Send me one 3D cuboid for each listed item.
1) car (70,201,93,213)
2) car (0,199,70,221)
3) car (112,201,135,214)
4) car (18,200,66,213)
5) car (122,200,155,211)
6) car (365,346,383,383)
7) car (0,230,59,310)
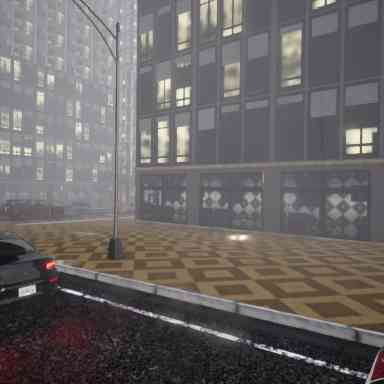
[{"bbox_3d":[-13.747,1.745,39.058,1.994,1.385,4.181,1,0,37],"label":"car"},{"bbox_3d":[-13.796,1.520,29.249,2.192,1.841,5.009,1,0,36],"label":"car"},{"bbox_3d":[-7.007,1.830,38.468,1.752,1.417,4.829,1,0,36],"label":"car"},{"bbox_3d":[-17.302,1.643,38.621,1.752,1.417,4.829,1,0,36],"label":"car"},{"bbox_3d":[-7.577,1.873,47.430,1.895,1.301,4.718,1,0,36],"label":"car"},{"bbox_3d":[3.196,1.353,1.409,4.553,1.767,2.097,0,0,35],"label":"car"},{"bbox_3d":[-4.696,1.522,7.020,4.674,1.442,1.812,0,0,35],"label":"car"}]
